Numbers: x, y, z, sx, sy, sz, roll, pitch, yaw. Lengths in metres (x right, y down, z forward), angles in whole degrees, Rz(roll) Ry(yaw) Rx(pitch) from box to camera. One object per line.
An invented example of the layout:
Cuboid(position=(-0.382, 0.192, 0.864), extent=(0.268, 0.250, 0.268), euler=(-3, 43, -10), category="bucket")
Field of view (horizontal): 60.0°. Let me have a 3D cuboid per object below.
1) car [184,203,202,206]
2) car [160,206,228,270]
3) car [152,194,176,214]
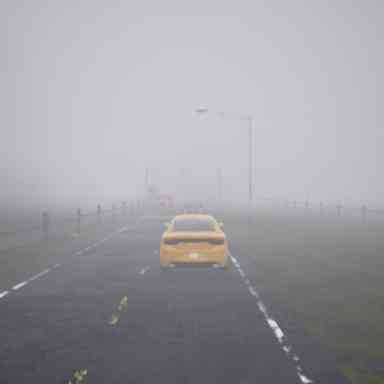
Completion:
Cuboid(position=(0.073, 1.580, 28.369), extent=(1.895, 1.301, 4.718), euler=(0, 0, 0), category="car")
Cuboid(position=(0.065, 1.468, 11.037), extent=(1.882, 1.535, 5.008), euler=(0, 0, 0), category="car")
Cuboid(position=(-2.843, 1.196, 34.594), extent=(2.150, 2.045, 5.566), euler=(0, 0, 0), category="car")
